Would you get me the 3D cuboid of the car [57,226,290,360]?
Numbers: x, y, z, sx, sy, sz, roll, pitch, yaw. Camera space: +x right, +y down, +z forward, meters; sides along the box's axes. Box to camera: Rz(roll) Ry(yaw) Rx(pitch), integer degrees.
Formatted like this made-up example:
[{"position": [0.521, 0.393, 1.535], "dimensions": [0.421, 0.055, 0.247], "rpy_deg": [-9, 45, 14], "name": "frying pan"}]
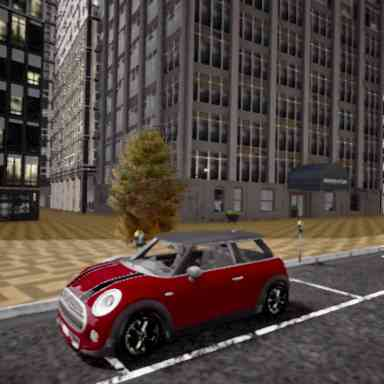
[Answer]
[{"position": [-0.177, 1.470, 5.935], "dimensions": [4.097, 1.590, 1.967], "rpy_deg": [1, 1, -35], "name": "car"}]
